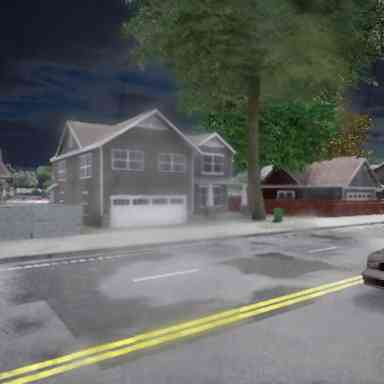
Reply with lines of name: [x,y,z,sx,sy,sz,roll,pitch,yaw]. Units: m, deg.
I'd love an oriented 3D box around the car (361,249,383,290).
car: [6.184,1.588,7.915,5.357,1.411,2.033,0,0,-35]
